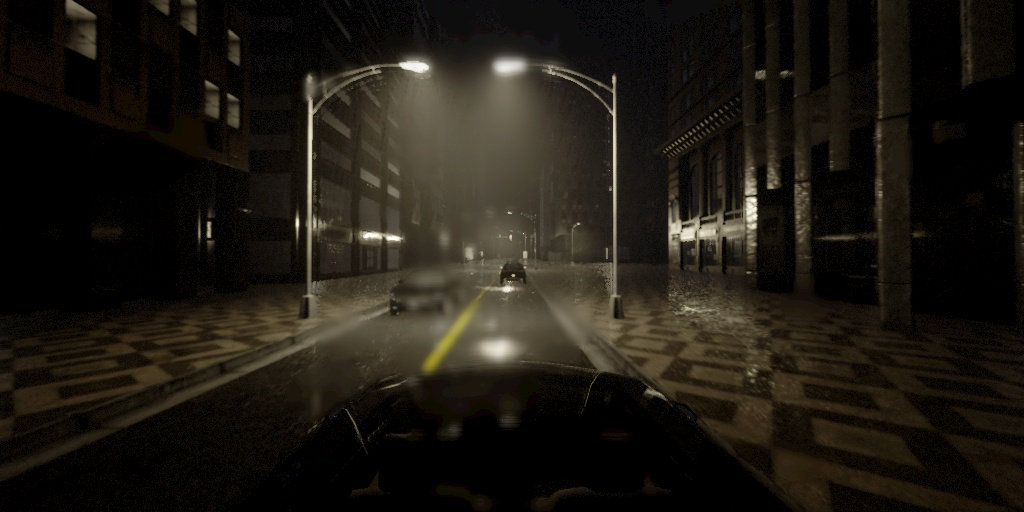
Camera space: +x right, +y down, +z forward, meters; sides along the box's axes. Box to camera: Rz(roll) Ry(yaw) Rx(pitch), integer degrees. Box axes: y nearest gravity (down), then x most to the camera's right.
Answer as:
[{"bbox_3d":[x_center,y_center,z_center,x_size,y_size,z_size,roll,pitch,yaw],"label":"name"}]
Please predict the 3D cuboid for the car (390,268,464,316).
[{"bbox_3d":[-3.019,1.234,13.540,1.882,1.535,5.008,0,0,1],"label":"car"}]

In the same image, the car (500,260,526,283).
[{"bbox_3d":[0.092,1.241,27.765,1.882,1.535,5.008,0,0,0],"label":"car"}]
